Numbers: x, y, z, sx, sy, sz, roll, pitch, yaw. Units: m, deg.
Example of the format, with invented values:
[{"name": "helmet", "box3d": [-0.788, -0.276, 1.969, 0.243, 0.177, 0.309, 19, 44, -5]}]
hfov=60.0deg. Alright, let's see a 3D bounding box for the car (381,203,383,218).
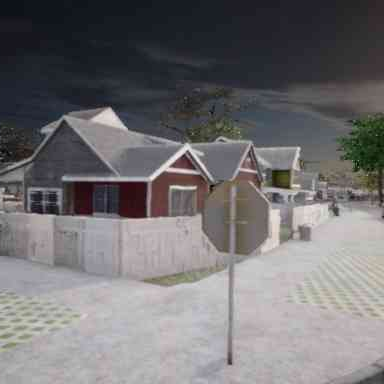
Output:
[{"name": "car", "box3d": [19.563, 1.650, 31.821, 2.150, 2.045, 5.566, 1, 0, 25]}]
